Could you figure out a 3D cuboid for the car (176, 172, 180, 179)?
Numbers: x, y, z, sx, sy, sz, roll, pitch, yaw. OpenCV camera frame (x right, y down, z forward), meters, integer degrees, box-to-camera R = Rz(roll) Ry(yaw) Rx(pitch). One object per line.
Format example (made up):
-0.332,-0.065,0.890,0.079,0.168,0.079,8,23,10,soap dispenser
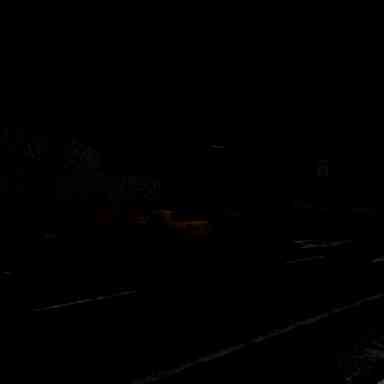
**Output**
-2.214,-4.369,91.793,2.435,2.045,5.566,1,-1,34,car

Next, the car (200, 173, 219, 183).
4.948,-3.183,82.261,1.946,1.575,5.366,7,3,34,car

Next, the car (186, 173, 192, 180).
1.295,-3.857,86.981,2.185,1.767,4.553,6,3,34,car

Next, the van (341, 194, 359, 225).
8.389,1.293,22.308,4.442,1.987,1.878,-1,-1,35,van

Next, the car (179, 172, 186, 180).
-0.439,-4.092,89.448,2.185,1.767,4.553,4,1,33,car

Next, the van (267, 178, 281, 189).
16.959,-1.497,64.785,1.878,1.987,4.442,7,4,35,van

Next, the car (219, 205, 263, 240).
0.918,1.546,17.164,4.674,1.452,2.002,-1,-1,35,car

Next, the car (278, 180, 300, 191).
18.723,-0.999,62.426,2.231,1.521,4.892,7,3,35,car

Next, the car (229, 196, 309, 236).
3.342,1.260,18.925,5.566,2.045,2.435,-1,-1,35,car

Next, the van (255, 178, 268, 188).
15.226,-1.770,67.254,1.878,1.987,4.442,7,4,35,van

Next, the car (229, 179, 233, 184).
10.066,-2.324,74.759,2.002,1.452,4.674,7,3,35,car

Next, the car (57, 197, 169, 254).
-4.003,1.246,13.701,5.566,2.045,2.435,-1,-1,34,car

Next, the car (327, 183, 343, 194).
23.945,-0.433,55.049,2.435,2.045,5.566,7,3,35,car

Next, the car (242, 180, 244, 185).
11.812,-2.050,72.300,2.002,1.452,4.674,7,3,35,car

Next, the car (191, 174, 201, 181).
3.094,-3.705,84.518,2.435,2.045,5.566,7,3,34,car

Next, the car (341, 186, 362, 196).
25.640,0.130,52.579,2.002,1.452,4.674,7,3,35,car

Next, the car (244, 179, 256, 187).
13.647,-1.818,69.983,1.946,1.575,5.366,7,3,35,car

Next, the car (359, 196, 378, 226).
10.795,1.400,24.062,4.553,1.767,2.185,-1,-1,35,car

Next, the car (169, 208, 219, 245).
-1.686,1.501,15.532,5.366,1.575,1.946,-1,-1,34,car

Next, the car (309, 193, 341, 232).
5.853,1.264,20.634,5.566,2.045,2.435,-1,-1,35,car

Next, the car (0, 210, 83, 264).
-6.445,1.523,11.952,4.792,1.488,2.163,-1,-1,34,car
